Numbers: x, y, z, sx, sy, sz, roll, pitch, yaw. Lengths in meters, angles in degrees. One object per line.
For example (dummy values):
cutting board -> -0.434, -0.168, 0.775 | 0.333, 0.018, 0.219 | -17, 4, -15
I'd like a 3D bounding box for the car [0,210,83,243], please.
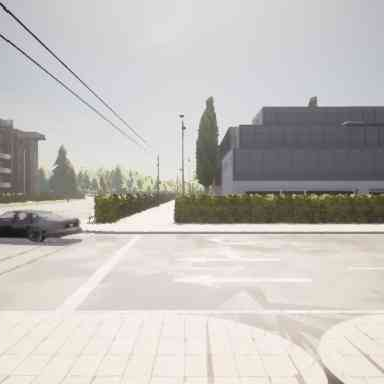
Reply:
car -> -7.903, 1.548, 15.659 | 5.357, 1.411, 2.033 | 0, 0, 12
